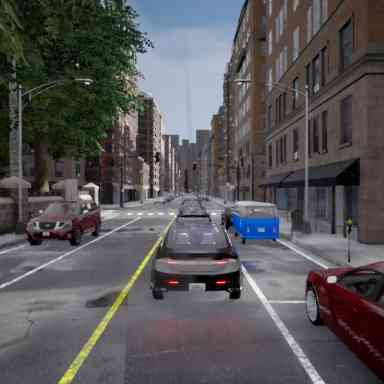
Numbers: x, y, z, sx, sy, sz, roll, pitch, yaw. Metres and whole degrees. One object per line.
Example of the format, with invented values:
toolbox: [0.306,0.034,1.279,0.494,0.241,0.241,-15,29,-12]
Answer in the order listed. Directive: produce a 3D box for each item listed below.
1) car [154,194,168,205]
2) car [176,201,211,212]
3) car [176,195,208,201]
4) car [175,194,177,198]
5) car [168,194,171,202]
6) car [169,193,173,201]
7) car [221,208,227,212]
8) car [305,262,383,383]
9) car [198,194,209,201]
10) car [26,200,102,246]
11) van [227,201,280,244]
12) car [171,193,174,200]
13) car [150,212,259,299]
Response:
car: [-5.711,1.491,58.979,1.752,1.417,4.829,0,0,0]
car: [0.085,1.488,18.345,2.128,1.511,4.902,0,0,0]
car: [-0.021,1.343,27.522,2.097,1.767,4.553,0,0,0]
car: [-5.730,1.513,86.402,2.008,1.369,4.403,0,0,0]
car: [-5.715,1.514,64.599,2.008,1.369,4.403,0,0,0]
car: [-5.719,1.507,70.050,1.887,1.381,4.507,0,0,0]
car: [2.840,1.561,21.166,1.947,1.339,4.313,0,0,0]
car: [2.852,1.545,4.185,1.887,1.381,4.507,0,0,0]
car: [2.801,1.401,75.543,1.967,1.590,4.097,0,0,0]
car: [-5.681,1.313,15.460,2.192,1.841,5.009,0,0,0]
van: [2.844,1.339,15.506,1.690,1.788,3.998,0,0,0]
car: [-5.723,1.506,75.501,1.887,1.381,4.507,0,0,0]
car: [0.094,1.491,8.406,2.128,1.511,4.902,0,0,0]
